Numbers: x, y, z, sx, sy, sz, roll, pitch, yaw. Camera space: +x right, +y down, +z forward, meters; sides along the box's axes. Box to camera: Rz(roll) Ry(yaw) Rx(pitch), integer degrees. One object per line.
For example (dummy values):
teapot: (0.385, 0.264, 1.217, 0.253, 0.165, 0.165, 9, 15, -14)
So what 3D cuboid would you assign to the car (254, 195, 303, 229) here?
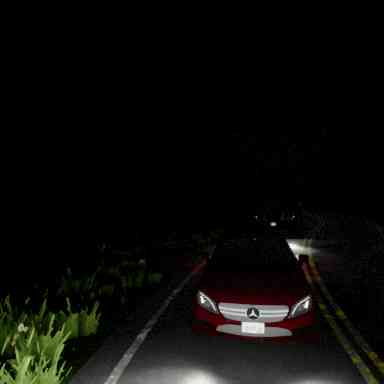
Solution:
car: (5.005, 1.215, 18.856, 2.150, 2.045, 5.566, -2, -1, 22)

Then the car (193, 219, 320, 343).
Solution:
car: (1.232, 1.534, 6.686, 1.812, 1.442, 4.674, -1, 0, 11)
